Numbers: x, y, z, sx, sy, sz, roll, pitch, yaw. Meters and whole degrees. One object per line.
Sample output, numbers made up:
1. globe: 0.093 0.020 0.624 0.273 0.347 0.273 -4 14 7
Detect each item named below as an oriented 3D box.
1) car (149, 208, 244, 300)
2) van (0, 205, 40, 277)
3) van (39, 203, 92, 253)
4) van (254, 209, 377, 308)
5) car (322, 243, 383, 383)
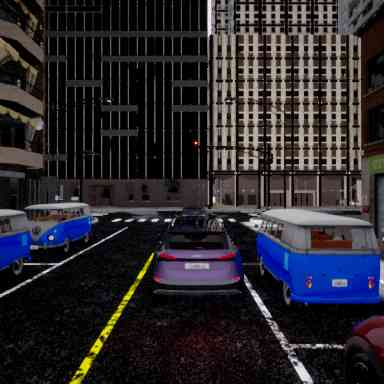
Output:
1. car: 0.098 1.432 8.381 2.033 1.649 4.856 0 0 0
2. van: -5.312 1.343 7.618 1.690 1.788 3.998 0 0 0
3. van: -5.314 1.346 13.308 1.690 1.788 3.998 0 0 0
4. van: 2.568 1.343 7.625 1.690 1.788 3.998 0 0 0
5. car: 2.569 1.440 1.935 1.967 1.590 4.097 0 0 0
